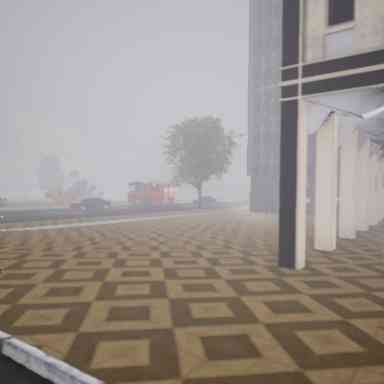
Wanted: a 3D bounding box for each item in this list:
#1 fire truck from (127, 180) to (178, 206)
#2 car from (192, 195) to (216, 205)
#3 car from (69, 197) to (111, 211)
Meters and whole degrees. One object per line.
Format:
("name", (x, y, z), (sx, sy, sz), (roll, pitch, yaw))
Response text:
("fire truck", (-5.835, 0.136, 50.821), (2.891, 3.827, 8.468), (1, 1, 38))
("car", (2.054, 1.326, 55.628), (1.882, 1.535, 5.008), (1, 1, 39))
("car", (-11.694, 1.347, 38.295), (1.882, 1.535, 5.008), (1, 1, 38))
